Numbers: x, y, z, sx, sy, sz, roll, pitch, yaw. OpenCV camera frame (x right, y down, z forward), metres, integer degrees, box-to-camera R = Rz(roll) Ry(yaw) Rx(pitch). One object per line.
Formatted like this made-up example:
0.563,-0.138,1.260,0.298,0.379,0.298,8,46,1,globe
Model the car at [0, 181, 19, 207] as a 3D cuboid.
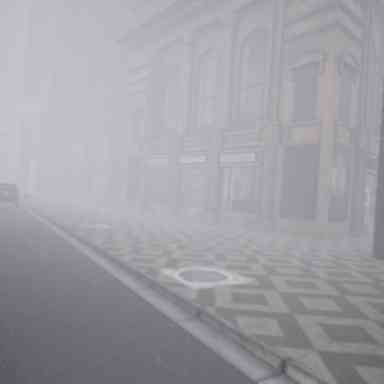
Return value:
-17.062,0.184,30.258,2.150,2.045,5.566,4,0,-32,car
